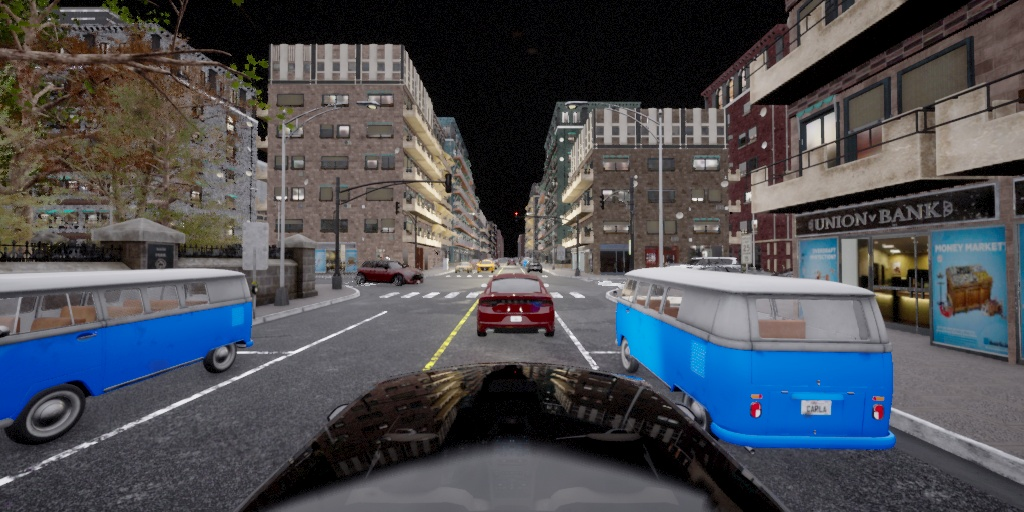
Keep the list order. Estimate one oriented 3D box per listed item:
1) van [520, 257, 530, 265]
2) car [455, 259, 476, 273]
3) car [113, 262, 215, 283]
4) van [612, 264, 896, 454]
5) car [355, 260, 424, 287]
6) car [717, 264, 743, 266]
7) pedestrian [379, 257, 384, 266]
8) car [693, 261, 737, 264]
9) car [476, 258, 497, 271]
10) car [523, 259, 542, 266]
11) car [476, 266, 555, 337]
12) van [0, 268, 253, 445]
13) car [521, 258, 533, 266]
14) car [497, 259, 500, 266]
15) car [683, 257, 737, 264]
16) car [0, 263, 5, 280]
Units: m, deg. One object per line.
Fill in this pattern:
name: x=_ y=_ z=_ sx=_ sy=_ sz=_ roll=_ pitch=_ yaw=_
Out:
van: x=2.650 y=1.112 z=59.866 sx=1.690 sy=1.789 sz=3.998 roll=0 pitch=0 yaw=0
car: x=-5.719 y=1.289 z=42.763 sx=1.751 sy=1.417 sz=4.829 roll=0 pitch=0 yaw=0
car: x=-24.869 y=1.149 z=25.765 sx=5.357 sy=1.411 sz=2.033 roll=0 pitch=-1 yaw=1
van: x=2.656 y=1.092 z=4.992 sx=1.690 sy=1.789 sz=3.998 roll=0 pitch=0 yaw=0
car: x=-8.213 y=1.090 z=24.266 sx=4.553 sy=1.767 sz=2.097 roll=1 pitch=0 yaw=20
car: x=13.519 y=1.333 z=22.735 sx=4.313 sy=1.339 sz=1.948 roll=0 pitch=0 yaw=1
pedestrian: x=-12.563 y=0.967 z=34.370 sx=0.375 sy=1.860 sz=0.375 roll=0 pitch=-1 yaw=1
car: x=15.760 y=1.319 z=25.312 sx=4.902 sy=1.511 sz=2.128 roll=0 pitch=-1 yaw=1
car: x=-3.132 y=1.242 z=43.627 sx=1.882 sy=1.535 sz=5.008 roll=0 pitch=0 yaw=0
car: x=2.662 y=1.330 z=42.939 sx=1.948 sy=1.339 sz=4.313 roll=0 pitch=0 yaw=0
car: x=0.092 y=1.230 z=10.352 sx=1.882 sy=1.535 sz=5.008 roll=0 pitch=0 yaw=0
van: x=-5.658 y=1.092 z=4.988 sx=1.690 sy=1.789 sz=3.998 roll=0 pitch=0 yaw=0
car: x=2.658 y=1.317 z=48.582 sx=2.007 sy=1.370 sz=4.403 roll=0 pitch=0 yaw=0
car: x=-3.134 y=1.316 z=53.588 sx=2.033 sy=1.411 sz=5.357 roll=0 pitch=0 yaw=0
car: x=15.082 y=1.101 z=28.507 sx=5.566 sy=2.045 sz=2.150 roll=0 pitch=-1 yaw=2
car: x=-40.379 y=1.120 z=25.953 sx=4.718 sy=1.301 sz=1.895 roll=0 pitch=-1 yaw=1
